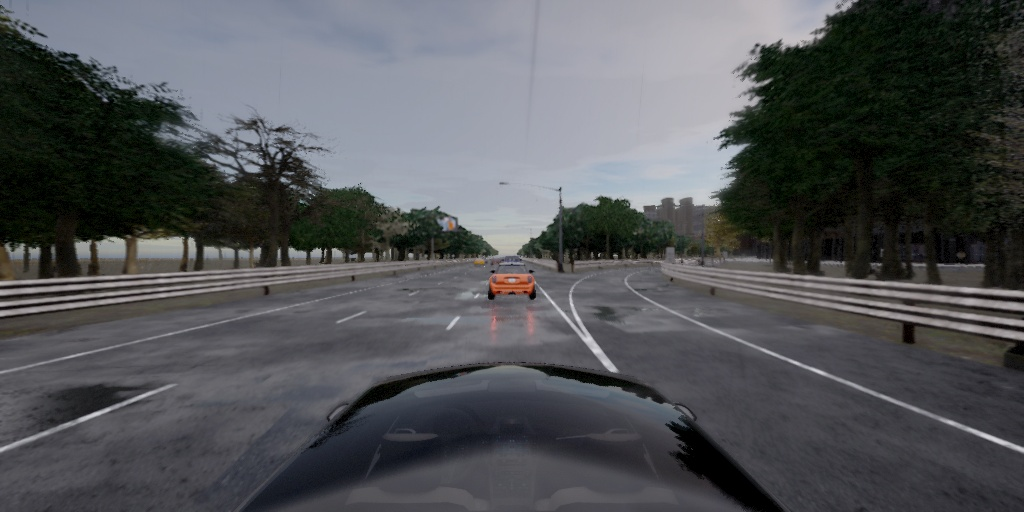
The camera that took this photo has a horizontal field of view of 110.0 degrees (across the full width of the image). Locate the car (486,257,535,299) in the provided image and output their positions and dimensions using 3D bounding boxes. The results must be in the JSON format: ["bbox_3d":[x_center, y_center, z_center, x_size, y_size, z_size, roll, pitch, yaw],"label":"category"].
[{"bbox_3d":[0.002,1.102,18.081,2.097,1.767,4.553,0,0,0],"label":"car"}]
